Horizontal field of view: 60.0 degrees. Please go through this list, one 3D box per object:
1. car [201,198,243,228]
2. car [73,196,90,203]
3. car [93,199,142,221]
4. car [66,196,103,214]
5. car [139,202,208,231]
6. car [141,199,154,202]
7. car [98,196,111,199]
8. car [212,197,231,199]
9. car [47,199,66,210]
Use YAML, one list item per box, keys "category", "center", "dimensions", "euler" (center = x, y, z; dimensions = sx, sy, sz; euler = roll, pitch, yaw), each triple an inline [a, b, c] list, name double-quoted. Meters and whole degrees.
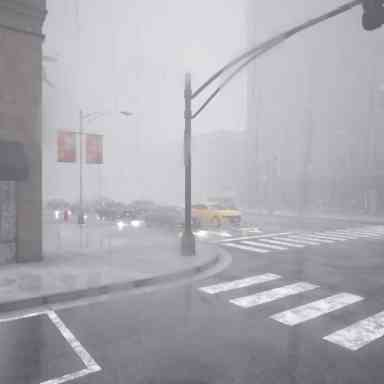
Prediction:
- category: "car"
  center: [1.284, 1.451, 22.504]
  dimensions: [1.882, 1.535, 5.008]
  euler: [0, 0, -35]
- category: "car"
  center: [-22.041, 1.451, 66.332]
  dimensions: [1.994, 1.385, 4.181]
  euler: [0, 0, -36]
- category: "car"
  center: [-6.144, 1.529, 27.241]
  dimensions: [1.994, 1.385, 4.181]
  euler: [0, 0, -37]
- category: "car"
  center: [-11.069, 1.478, 34.108]
  dimensions: [1.812, 1.442, 4.674]
  euler: [0, 0, -36]
- category: "car"
  center: [-1.224, 1.541, 20.424]
  dimensions: [1.994, 1.385, 4.181]
  euler: [0, 0, -36]
- category: "car"
  center: [-4.264, 1.463, 30.203]
  dimensions: [1.837, 1.490, 4.892]
  euler: [0, 0, -36]
- category: "car"
  center: [-10.250, 1.295, 38.529]
  dimensions: [2.097, 1.767, 4.553]
  euler: [0, 0, -36]
- category: "car"
  center: [2.249, 1.303, 32.625]
  dimensions: [2.097, 1.767, 4.553]
  euler: [0, 0, -36]
- category: "car"
  center: [-17.054, 1.537, 42.459]
  dimensions: [1.895, 1.301, 4.718]
  euler: [0, 0, -35]
